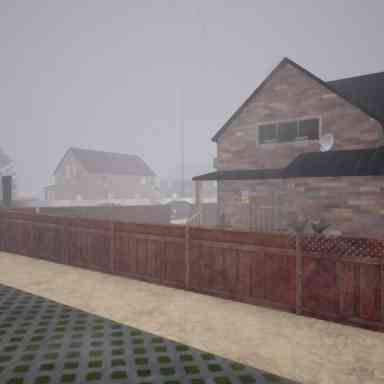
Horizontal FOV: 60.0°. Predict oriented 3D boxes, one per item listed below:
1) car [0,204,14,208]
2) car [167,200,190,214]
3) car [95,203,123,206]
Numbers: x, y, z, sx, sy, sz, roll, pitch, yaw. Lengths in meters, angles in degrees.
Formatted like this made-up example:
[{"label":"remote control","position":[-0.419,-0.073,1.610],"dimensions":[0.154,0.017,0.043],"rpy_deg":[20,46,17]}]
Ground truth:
[{"label":"car","position":[-13.252,1.579,21.632],"dimensions":[1.837,1.490,4.892],"rpy_deg":[0,0,34]},{"label":"car","position":[-1.794,1.701,37.833],"dimensions":[1.837,1.490,4.892],"rpy_deg":[0,0,35]},{"label":"car","position":[-7.607,1.680,29.663],"dimensions":[2.033,1.411,5.357],"rpy_deg":[0,0,36]}]
